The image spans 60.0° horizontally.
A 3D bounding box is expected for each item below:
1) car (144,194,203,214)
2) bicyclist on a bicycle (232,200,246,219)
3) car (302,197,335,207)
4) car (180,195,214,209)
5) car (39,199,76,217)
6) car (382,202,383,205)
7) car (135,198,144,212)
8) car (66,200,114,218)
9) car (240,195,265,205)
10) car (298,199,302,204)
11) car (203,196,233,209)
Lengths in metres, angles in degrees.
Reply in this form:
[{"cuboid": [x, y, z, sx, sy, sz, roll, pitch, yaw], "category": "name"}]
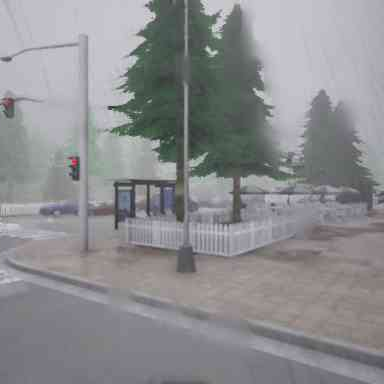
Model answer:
[{"cuboid": [-1.645, 1.162, 31.977, 2.150, 2.045, 5.566, 0, 0, 36], "category": "car"}, {"cuboid": [3.546, 1.244, 25.007, 1.656, 1.620, 0.582, 0, 0, 36], "category": "bicyclist on a bicycle"}, {"cuboid": [18.014, 1.436, 45.391, 4.902, 1.511, 2.128, 0, 0, -26], "category": "car"}, {"cuboid": [0.786, 1.292, 46.024, 4.553, 1.767, 2.097, 0, 0, -44], "category": "car"}, {"cuboid": [-11.463, 1.415, 30.601, 1.882, 1.535, 5.008, 0, 0, 36], "category": "car"}, {"cuboid": [30.438, 1.453, 48.640, 4.892, 1.490, 1.837, 0, 0, -5], "category": "car"}, {"cuboid": [-5.776, 1.416, 38.295, 1.882, 1.535, 5.008, 0, 0, 37], "category": "car"}, {"cuboid": [-8.160, 1.540, 29.221, 1.895, 1.301, 4.718, 0, 0, 36], "category": "car"}, {"cuboid": [9.052, 1.163, 52.656, 5.566, 2.045, 2.150, 0, 0, -31], "category": "car"}, {"cuboid": [17.973, 1.436, 49.202, 4.902, 1.511, 2.128, 0, 0, -24], "category": "car"}, {"cuboid": [3.860, 1.505, 44.189, 4.181, 1.385, 1.994, 0, 0, -43], "category": "car"}]
